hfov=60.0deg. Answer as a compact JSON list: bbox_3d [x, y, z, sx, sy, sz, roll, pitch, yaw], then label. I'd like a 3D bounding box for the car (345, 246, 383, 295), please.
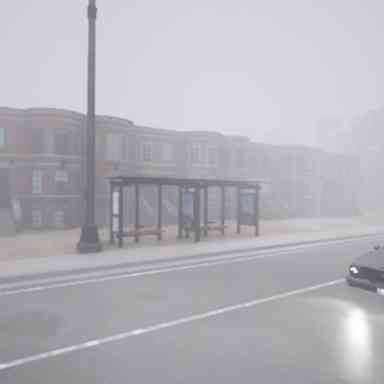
[{"bbox_3d":[6.040,1.642,8.182,5.357,1.411,2.033,1,0,-35],"label":"car"}]
